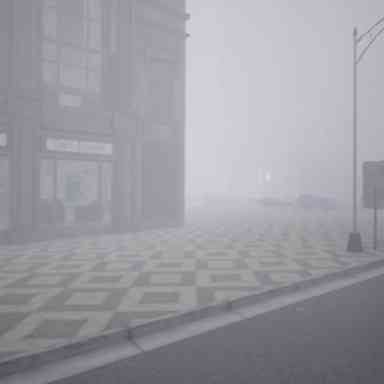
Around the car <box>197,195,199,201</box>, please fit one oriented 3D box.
[{"bbox_3d":[0.467,1.310,66.129,1.887,1.381,4.507,0,0,-36],"label":"car"}]

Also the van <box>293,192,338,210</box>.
[{"bbox_3d":[12.860,0.941,34.234,1.690,1.788,3.998,0,0,-36],"label":"van"}]

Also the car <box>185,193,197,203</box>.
[{"bbox_3d":[-1.790,1.229,59.382,1.837,1.490,4.892,0,0,-36],"label":"car"}]

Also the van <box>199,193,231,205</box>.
[{"bbox_3d":[3.189,1.004,47.695,1.690,1.788,3.998,0,0,-36],"label":"van"}]

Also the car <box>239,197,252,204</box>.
[{"bbox_3d":[10.143,1.245,52.670,1.887,1.381,4.507,0,0,-36],"label":"car"}]

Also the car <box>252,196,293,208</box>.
[{"bbox_3d":[9.636,1.165,38.720,1.887,1.381,4.507,0,0,-36],"label":"car"}]

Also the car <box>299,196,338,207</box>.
[{"bbox_3d":[16.594,1.203,43.698,1.887,1.381,4.507,0,0,-36],"label":"car"}]

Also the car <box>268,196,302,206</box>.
[{"bbox_3d":[13.369,1.224,48.184,1.887,1.381,4.507,0,0,-36],"label":"car"}]

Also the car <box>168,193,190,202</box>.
[{"bbox_3d":[-2.759,1.102,70.616,2.192,1.841,5.009,0,0,-36],"label":"car"}]

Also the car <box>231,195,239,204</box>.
[{"bbox_3d":[6.819,1.248,57.294,1.752,1.417,4.829,0,0,-36],"label":"car"}]
